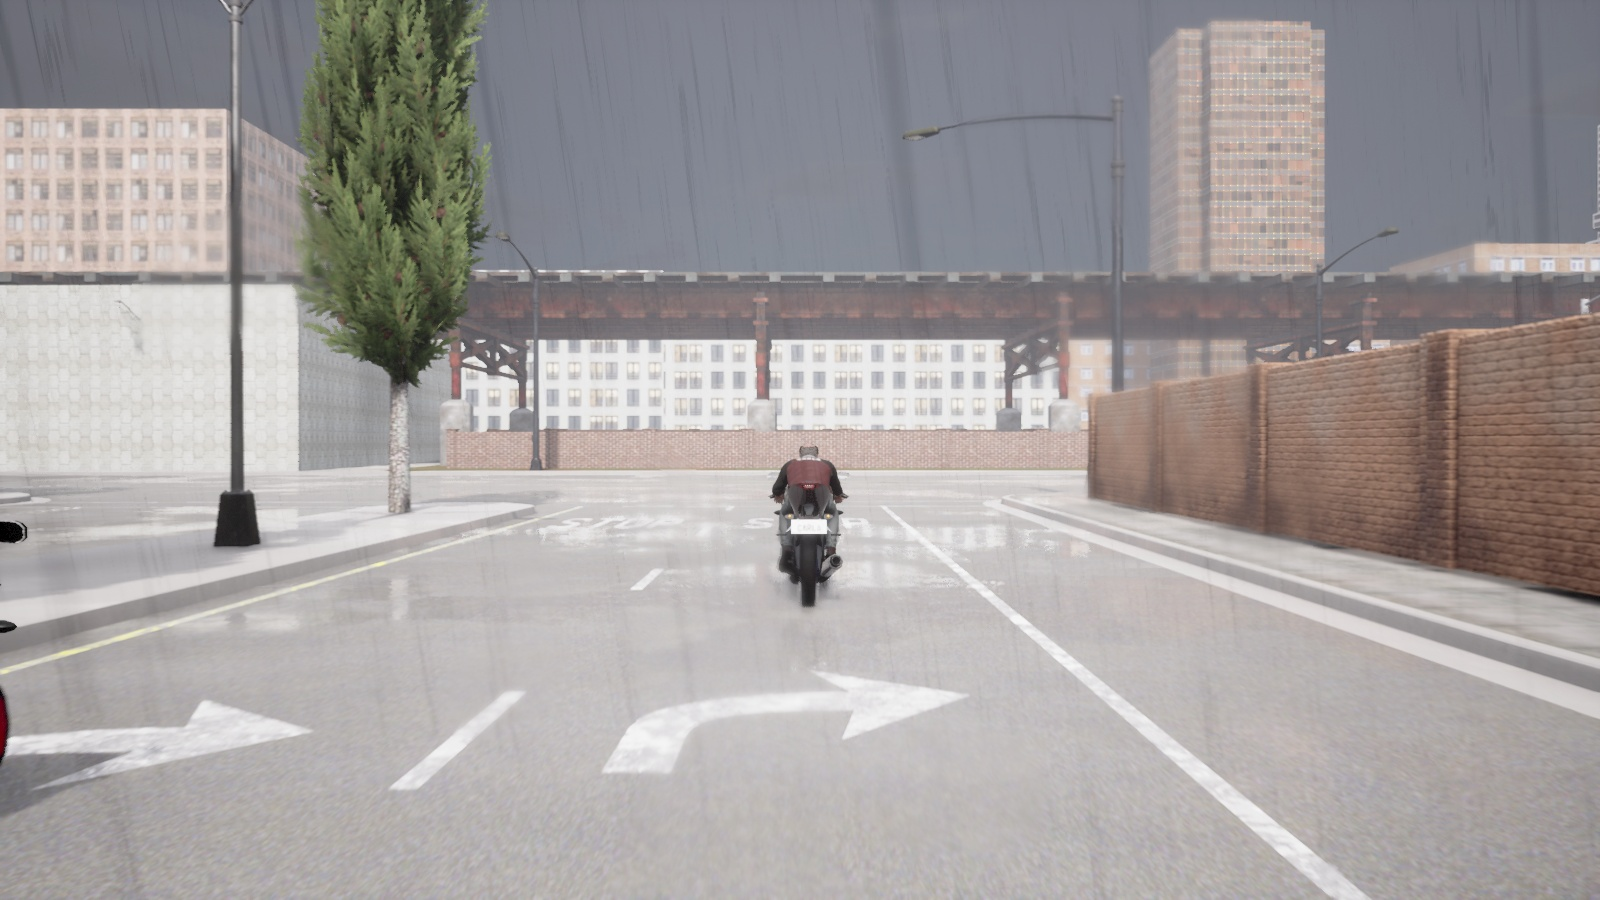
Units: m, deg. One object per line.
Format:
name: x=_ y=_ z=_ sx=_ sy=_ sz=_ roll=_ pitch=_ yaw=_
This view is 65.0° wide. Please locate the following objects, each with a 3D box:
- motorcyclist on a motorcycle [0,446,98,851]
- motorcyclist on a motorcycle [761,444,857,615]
motorcyclist on a motorcycle: x=-3.460 y=0.754 z=4.311 sx=0.866 sy=1.530 sz=2.191 roll=0 pitch=0 yaw=0
motorcyclist on a motorcycle: x=0.086 y=0.712 z=12.378 sx=0.866 sy=1.530 sz=2.191 roll=0 pitch=0 yaw=0
